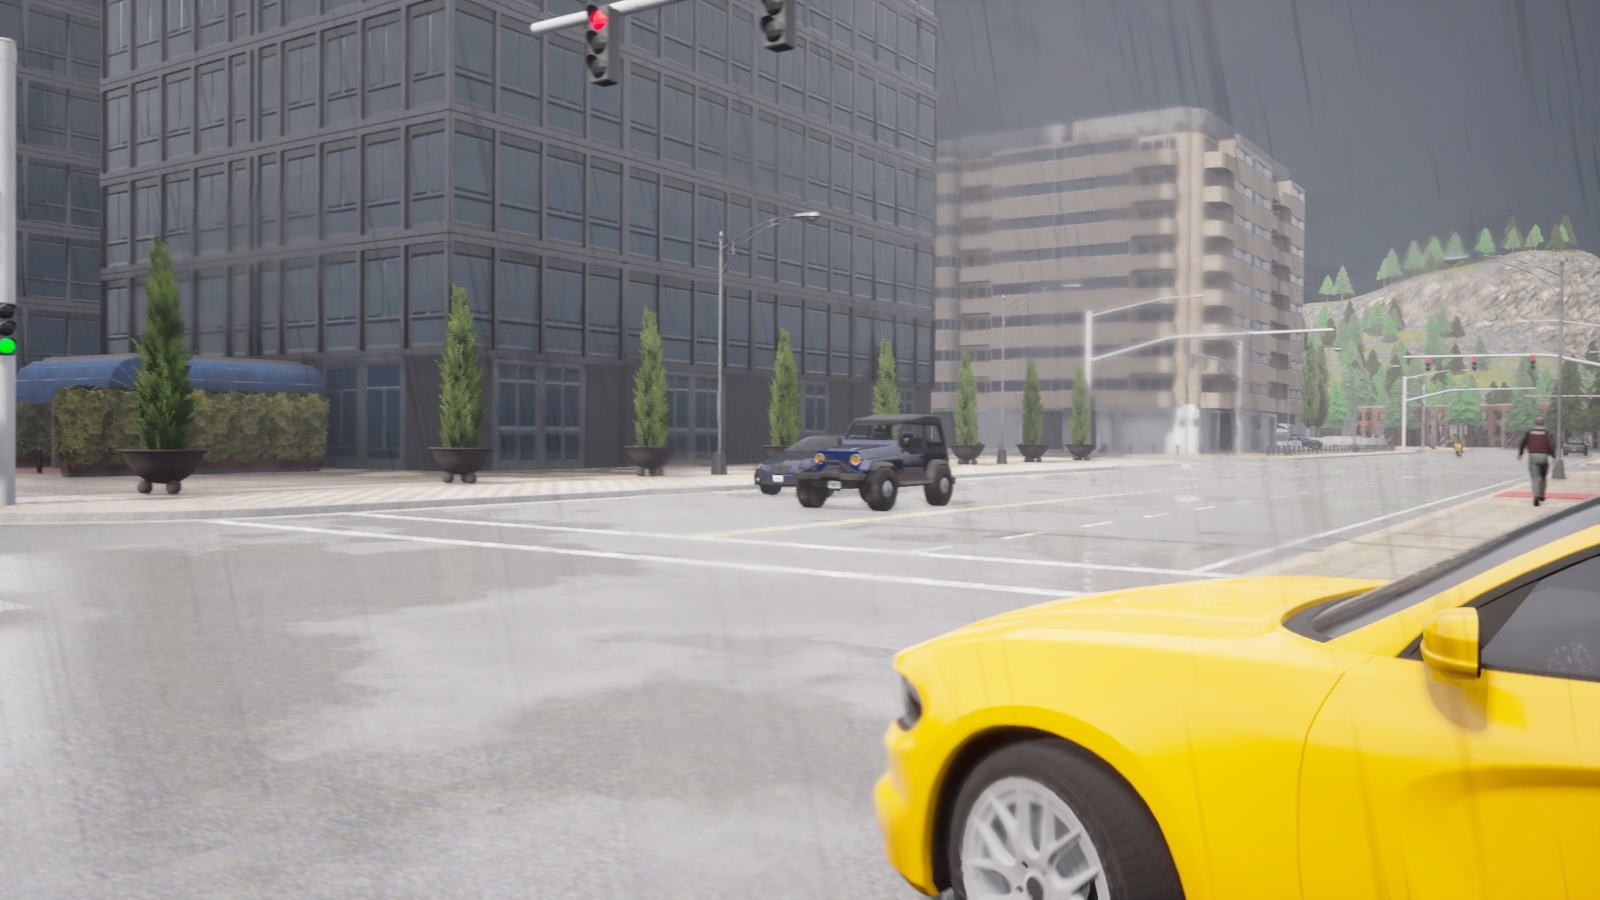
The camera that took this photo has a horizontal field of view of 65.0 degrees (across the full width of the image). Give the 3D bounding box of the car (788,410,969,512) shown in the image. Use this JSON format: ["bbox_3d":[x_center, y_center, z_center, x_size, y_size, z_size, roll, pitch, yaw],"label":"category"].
[{"bbox_3d":[1.660,0.168,25.297,1.905,1.878,3.866,0,1,34],"label":"car"}]

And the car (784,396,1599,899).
[{"bbox_3d":[2.411,0.651,2.623,5.008,1.535,1.882,0,1,44],"label":"car"}]

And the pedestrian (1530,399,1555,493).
[{"bbox_3d":[14.831,-0.087,25.092,0.376,1.854,0.720,0,1,35],"label":"pedestrian"}]

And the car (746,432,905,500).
[{"bbox_3d":[0.688,0.330,30.097,1.816,1.474,4.193,0,1,34],"label":"car"}]
